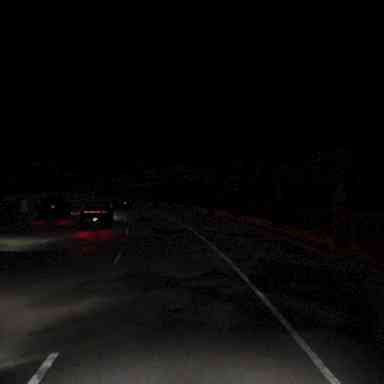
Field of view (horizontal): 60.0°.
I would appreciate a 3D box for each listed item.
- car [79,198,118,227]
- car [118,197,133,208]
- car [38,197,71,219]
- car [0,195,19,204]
[{"bbox_3d":[-6.050,1.349,21.351,2.128,1.511,4.902,0,0,-12],"label":"car"},{"bbox_3d":[-8.586,1.285,40.987,1.994,1.385,4.181,0,0,-21],"label":"car"},{"bbox_3d":[-11.271,1.177,27.558,2.097,1.767,4.553,0,0,-16],"label":"car"},{"bbox_3d":[-27.998,1.216,51.460,1.812,1.442,4.674,0,0,-22],"label":"car"}]
